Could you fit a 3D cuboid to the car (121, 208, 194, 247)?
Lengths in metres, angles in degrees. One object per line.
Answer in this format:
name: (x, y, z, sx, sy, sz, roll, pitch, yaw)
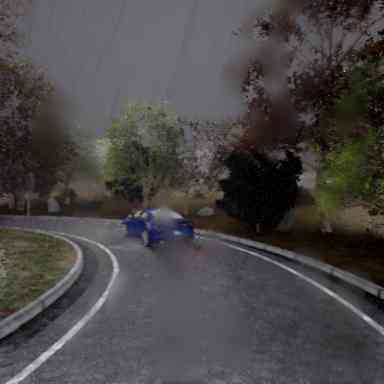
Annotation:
car: (-1.695, 1.440, 14.978, 1.882, 1.535, 5.008, 2, 0, -27)
